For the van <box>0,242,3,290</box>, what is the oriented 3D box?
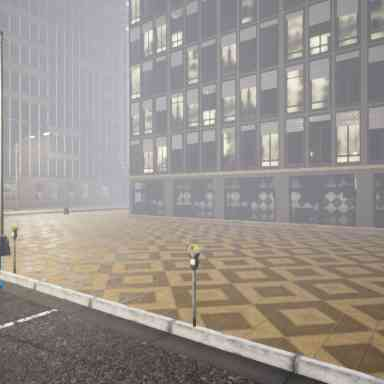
[{"bbox_3d":[-5.649,1.337,7.020,3.998,1.788,1.690,0,0,36],"label":"van"}]
